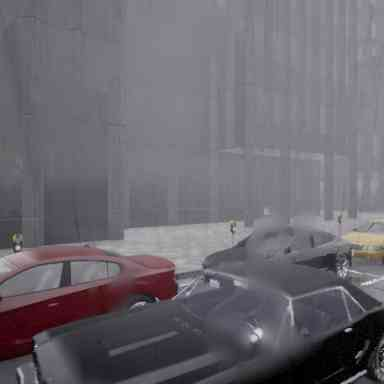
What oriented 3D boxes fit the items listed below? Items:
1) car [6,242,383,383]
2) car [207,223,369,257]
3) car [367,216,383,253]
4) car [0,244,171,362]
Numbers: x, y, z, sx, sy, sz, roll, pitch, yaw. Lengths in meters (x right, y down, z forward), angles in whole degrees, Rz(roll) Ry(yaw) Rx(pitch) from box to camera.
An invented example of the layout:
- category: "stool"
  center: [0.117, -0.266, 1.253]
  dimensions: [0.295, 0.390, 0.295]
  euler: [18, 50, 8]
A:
- category: "car"
  center: [0.670, 1.601, 3.860]
  dimensions: [4.718, 1.301, 1.895]
  euler: [0, 0, -36]
- category: "car"
  center: [2.255, 1.566, 8.267]
  dimensions: [4.313, 1.339, 1.947]
  euler: [0, 0, -36]
- category: "car"
  center: [6.703, 1.527, 11.445]
  dimensions: [4.829, 1.417, 1.752]
  euler: [0, 0, -36]
- category: "car"
  center: [-2.330, 1.545, 4.990]
  dimensions: [4.507, 1.381, 1.887]
  euler: [0, 0, -36]
